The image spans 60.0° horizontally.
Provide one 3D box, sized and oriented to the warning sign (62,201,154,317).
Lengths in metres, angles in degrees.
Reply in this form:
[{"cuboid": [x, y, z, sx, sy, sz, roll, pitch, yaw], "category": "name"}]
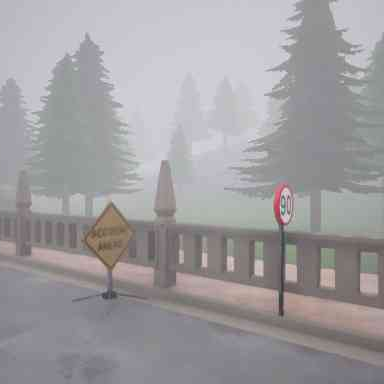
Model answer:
[{"cuboid": [-1.549, 1.114, 6.264, 1.060, 1.860, 1.300, 0, 0, 36], "category": "warning sign"}]
